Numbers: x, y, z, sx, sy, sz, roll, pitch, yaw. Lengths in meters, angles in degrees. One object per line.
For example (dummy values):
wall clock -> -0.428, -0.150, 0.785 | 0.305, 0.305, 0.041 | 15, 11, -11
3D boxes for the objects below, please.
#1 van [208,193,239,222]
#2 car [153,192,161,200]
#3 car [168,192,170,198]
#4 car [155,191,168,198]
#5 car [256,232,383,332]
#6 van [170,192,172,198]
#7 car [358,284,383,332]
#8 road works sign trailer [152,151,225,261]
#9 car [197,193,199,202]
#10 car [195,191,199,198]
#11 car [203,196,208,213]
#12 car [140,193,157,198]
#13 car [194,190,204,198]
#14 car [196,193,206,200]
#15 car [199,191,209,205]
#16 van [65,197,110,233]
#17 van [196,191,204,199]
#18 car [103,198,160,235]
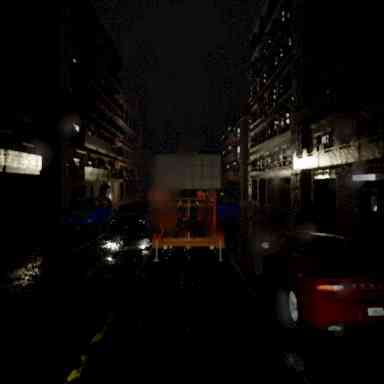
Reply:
van -> 2.311, 1.114, 23.760 | 1.690, 1.788, 3.998 | -1, 1, -1
car -> -5.798, 1.107, 46.427 | 1.887, 1.381, 4.507 | -1, 1, -1
car -> -6.027, 0.880, 68.859 | 1.752, 1.417, 4.829 | -1, 1, -1
car -> -5.916, 0.773, 57.726 | 2.192, 1.841, 5.009 | -1, 1, -1
car -> 2.488, 1.478, 6.770 | 1.887, 1.381, 4.507 | -1, 1, -1
van -> -6.089, 0.642, 74.679 | 1.690, 1.788, 3.998 | -1, 1, -1
car -> 2.546, 1.569, 1.107 | 1.802, 1.307, 4.206 | -1, 1, -1
road works sign trailer -> -0.118, 0.352, 11.729 | 2.380, 3.560, 2.880 | 0, 1, 0
car -> 2.083, 1.143, 46.417 | 1.802, 1.307, 4.206 | -1, 1, -1
car -> 1.964, 0.771, 57.742 | 2.192, 1.841, 5.009 | -1, 1, -1
car -> 2.257, 1.301, 29.426 | 1.802, 1.307, 4.206 | -1, 1, -1
car -> -5.740, 1.160, 40.776 | 1.887, 1.381, 4.507 | -1, 1, -1
car -> 1.733, 0.561, 80.397 | 2.192, 1.841, 5.009 | -1, 1, -1
car -> 1.852, 0.933, 69.072 | 1.802, 1.307, 4.206 | -1, 1, -1
car -> 2.195, 0.981, 35.087 | 2.192, 1.841, 5.009 | -1, 1, -1
van -> -5.512, 1.169, 18.171 | 1.690, 1.788, 3.998 | -1, 1, -1
van -> 1.791, 0.640, 74.734 | 1.690, 1.788, 3.998 | -1, 1, -1
car -> -3.030, 1.309, 17.712 | 1.882, 1.535, 5.008 | 0, 1, -1
